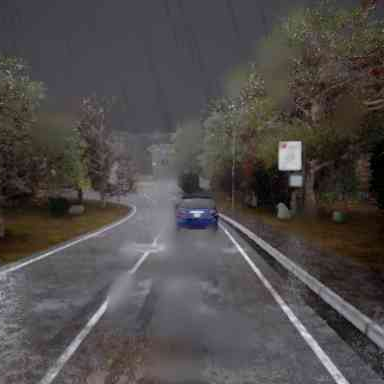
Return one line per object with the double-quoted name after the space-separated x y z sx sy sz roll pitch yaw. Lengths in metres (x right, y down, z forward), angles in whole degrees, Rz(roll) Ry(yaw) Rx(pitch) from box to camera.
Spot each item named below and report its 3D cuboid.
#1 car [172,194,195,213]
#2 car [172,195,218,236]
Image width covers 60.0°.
-1.017 1.222 36.444 2.097 1.767 4.553 -1 1 -7 "car"
0.216 1.183 18.285 2.150 2.045 5.566 0 0 0 "car"
